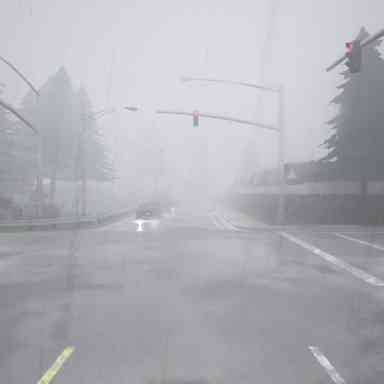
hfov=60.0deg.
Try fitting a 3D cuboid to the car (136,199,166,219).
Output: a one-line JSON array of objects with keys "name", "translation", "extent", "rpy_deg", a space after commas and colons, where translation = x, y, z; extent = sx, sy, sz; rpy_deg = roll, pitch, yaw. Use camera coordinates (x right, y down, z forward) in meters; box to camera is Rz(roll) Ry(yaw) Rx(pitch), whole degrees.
[{"name": "car", "translation": [-3.605, 1.564, 28.833], "extent": [1.994, 1.385, 4.181], "rpy_deg": [0, 0, 0]}]

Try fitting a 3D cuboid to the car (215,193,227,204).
[{"name": "car", "translation": [6.901, 1.206, 60.911], "extent": [5.566, 2.045, 2.150], "rpy_deg": [0, 0, -22]}]

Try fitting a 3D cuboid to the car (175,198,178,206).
[{"name": "car", "translation": [-3.314, 1.504, 50.735], "extent": [1.837, 1.490, 4.892], "rpy_deg": [0, 0, 4]}]

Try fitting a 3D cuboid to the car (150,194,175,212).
[{"name": "car", "translation": [-3.606, 1.221, 39.382], "extent": [2.150, 2.045, 5.566], "rpy_deg": [0, 0, 0]}]
